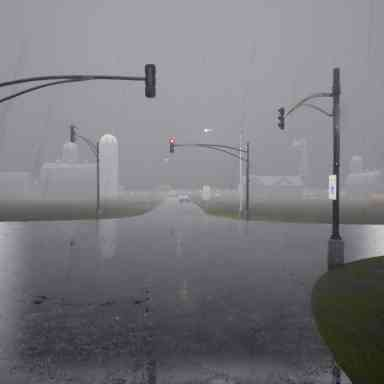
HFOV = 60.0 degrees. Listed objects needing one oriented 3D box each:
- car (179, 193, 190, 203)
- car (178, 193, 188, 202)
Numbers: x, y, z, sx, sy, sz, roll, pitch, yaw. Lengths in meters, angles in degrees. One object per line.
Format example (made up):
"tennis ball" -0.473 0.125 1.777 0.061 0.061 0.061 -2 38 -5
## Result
"car" -1.513 1.553 69.886 1.812 1.442 4.674 0 0 -3
"car" -2.097 1.189 79.920 2.150 2.045 5.566 0 0 -4
